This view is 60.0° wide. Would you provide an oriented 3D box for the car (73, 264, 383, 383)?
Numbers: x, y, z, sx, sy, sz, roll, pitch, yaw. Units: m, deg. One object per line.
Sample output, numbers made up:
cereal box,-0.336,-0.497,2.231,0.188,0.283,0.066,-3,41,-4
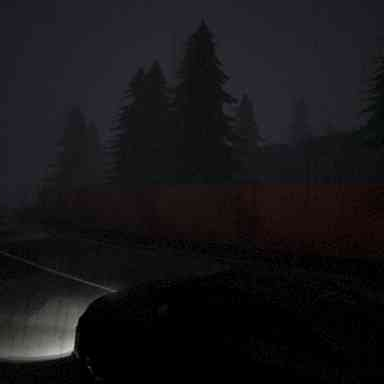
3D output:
car,0.523,1.573,3.817,4.181,1.385,1.994,0,0,37
